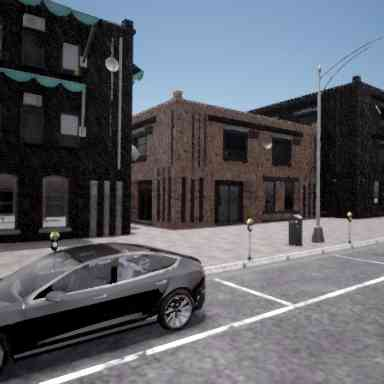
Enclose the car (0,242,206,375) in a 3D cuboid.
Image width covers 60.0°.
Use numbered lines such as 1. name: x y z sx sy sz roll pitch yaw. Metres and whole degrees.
1. car: -1.732 1.565 5.310 4.313 1.339 1.947 0 1 -35
